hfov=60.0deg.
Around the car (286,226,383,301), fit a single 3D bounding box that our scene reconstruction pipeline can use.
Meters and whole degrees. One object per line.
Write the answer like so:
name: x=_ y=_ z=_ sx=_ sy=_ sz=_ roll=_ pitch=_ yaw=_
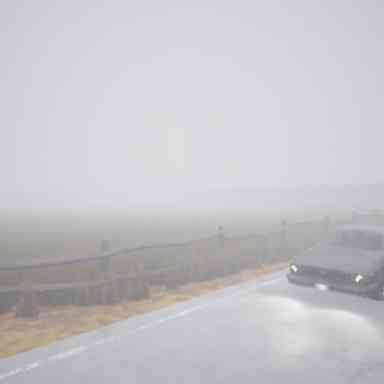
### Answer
car: x=4.617 y=1.643 z=8.925 sx=2.033 sy=1.411 sz=5.357 roll=-1 pitch=-1 yaw=45
